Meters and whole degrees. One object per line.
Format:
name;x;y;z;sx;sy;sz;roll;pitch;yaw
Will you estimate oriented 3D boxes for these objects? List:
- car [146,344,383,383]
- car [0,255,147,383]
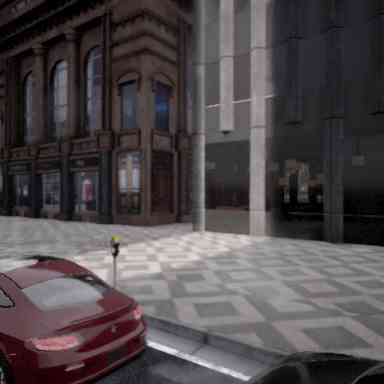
car;2.066;1.566;1.488;4.313;1.339;1.947;0;0;35
car;-2.495;1.582;4.740;4.206;1.307;1.802;0;0;35
